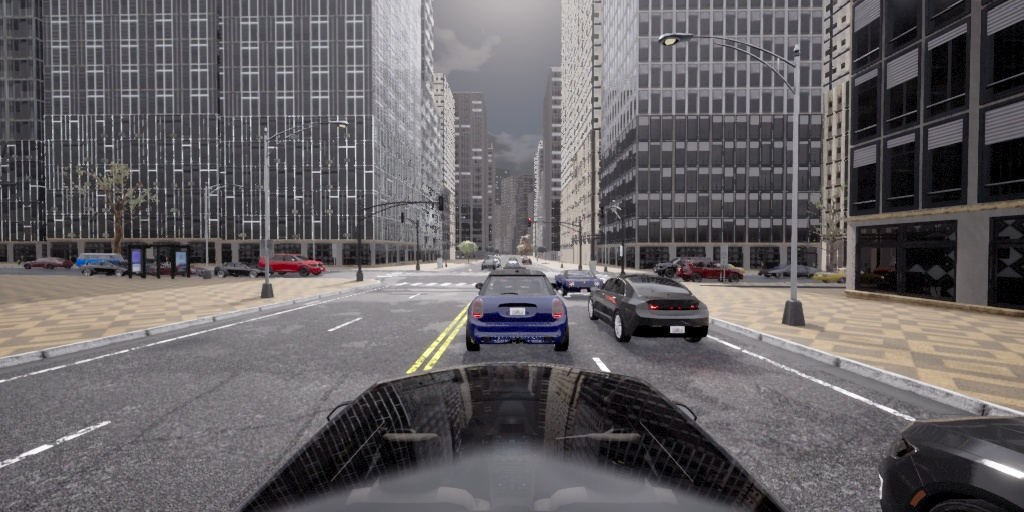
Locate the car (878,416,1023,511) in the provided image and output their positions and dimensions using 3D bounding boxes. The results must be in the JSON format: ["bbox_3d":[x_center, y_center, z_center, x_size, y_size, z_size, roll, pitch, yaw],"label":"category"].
[{"bbox_3d":[3.344,1.255,0.318,1.837,1.490,4.892,0,0,0],"label":"car"}]

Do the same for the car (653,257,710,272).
[{"bbox_3d":[16.986,1.089,35.467,5.566,2.045,2.150,1,1,1],"label":"car"}]

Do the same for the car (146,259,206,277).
[{"bbox_3d":[-28.367,1.138,30.445,4.207,1.307,1.802,0,0,1],"label":"car"}]

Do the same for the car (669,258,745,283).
[{"bbox_3d":[16.241,1.269,29.707,5.009,1.841,2.192,0,0,1],"label":"car"}]

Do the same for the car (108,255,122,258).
[{"bbox_3d":[-33.817,0.967,33.256,4.892,1.490,1.837,1,1,1],"label":"car"}]

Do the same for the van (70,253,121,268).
[{"bbox_3d":[-45.223,0.605,39.308,3.998,1.789,1.690,0,0,1],"label":"van"}]

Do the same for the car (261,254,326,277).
[{"bbox_3d":[-20.228,0.808,32.950,5.566,2.045,2.150,0,1,1],"label":"car"}]

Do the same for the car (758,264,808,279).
[{"bbox_3d":[27.383,1.506,35.275,5.357,1.411,2.033,0,1,1],"label":"car"}]

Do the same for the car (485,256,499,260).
[{"bbox_3d":[-3.260,1.192,50.645,1.882,1.535,5.008,0,0,0],"label":"car"}]

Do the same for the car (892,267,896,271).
[{"bbox_3d":[33.159,1.684,29.387,4.207,1.307,1.802,0,0,1],"label":"car"}]

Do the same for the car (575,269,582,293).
[{"bbox_3d":[3.380,1.341,19.027,1.895,1.301,4.718,0,0,0],"label":"car"}]

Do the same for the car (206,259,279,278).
[{"bbox_3d":[-22.683,1.174,30.302,4.313,1.339,1.948,0,0,1],"label":"car"}]

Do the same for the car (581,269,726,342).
[{"bbox_3d":[3.363,1.251,9.717,1.837,1.490,4.892,0,0,0],"label":"car"}]

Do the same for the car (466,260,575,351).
[{"bbox_3d":[0.112,1.098,9.111,2.097,1.767,4.553,0,0,0],"label":"car"}]

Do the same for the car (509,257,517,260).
[{"bbox_3d":[0.107,1.279,50.522,1.994,1.385,4.181,0,0,1],"label":"car"}]

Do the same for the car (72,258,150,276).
[{"bbox_3d":[-34.047,1.069,30.628,4.313,1.339,1.948,0,0,1],"label":"car"}]

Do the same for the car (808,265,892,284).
[{"bbox_3d":[27.689,1.579,29.491,4.829,1.417,1.751,0,0,1],"label":"car"}]

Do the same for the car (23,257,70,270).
[{"bbox_3d":[-50.905,0.793,39.433,4.207,1.307,1.802,0,0,1],"label":"car"}]

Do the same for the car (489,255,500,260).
[{"bbox_3d":[-3.228,0.925,60.594,2.150,2.045,5.566,0,0,0],"label":"car"}]

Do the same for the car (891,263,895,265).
[{"bbox_3d":[38.201,1.404,35.052,4.553,1.767,2.097,1,1,1],"label":"car"}]
